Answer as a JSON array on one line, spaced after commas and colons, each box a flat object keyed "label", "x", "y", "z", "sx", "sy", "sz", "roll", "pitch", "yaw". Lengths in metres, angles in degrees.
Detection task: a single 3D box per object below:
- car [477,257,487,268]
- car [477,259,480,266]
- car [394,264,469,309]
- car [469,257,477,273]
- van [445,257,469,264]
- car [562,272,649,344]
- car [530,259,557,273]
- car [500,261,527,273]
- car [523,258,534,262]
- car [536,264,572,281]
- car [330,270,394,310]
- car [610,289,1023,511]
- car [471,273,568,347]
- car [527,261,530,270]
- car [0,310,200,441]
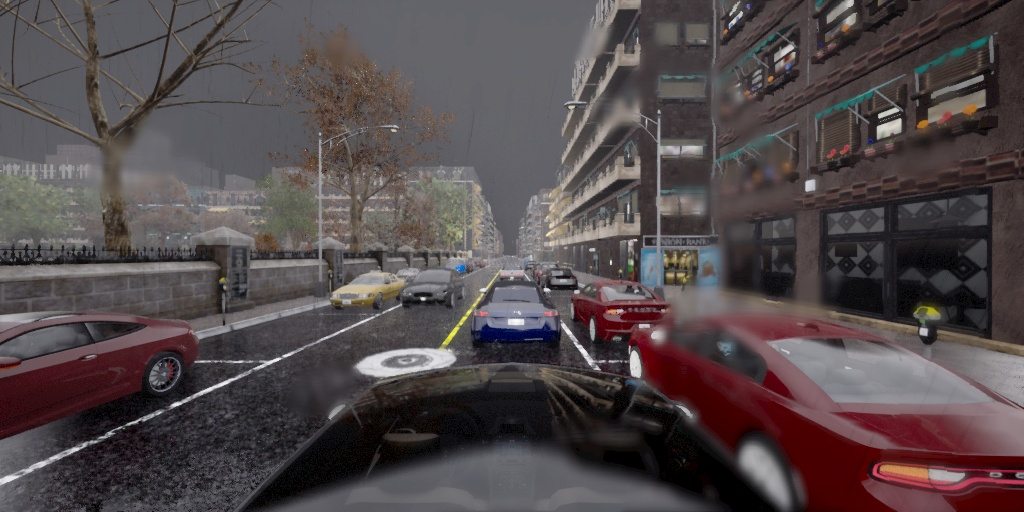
[{"label": "car", "x": -5.823, "y": 1.077, "z": 59.265, "sx": 2.192, "sy": 1.841, "sz": 5.009, "roll": 0, "pitch": 0, "yaw": 0}, {"label": "car", "x": -5.797, "y": 1.309, "z": 48.194, "sx": 2.007, "sy": 1.370, "sz": 4.403, "roll": 0, "pitch": 0, "yaw": 0}, {"label": "car", "x": -3.129, "y": 1.255, "z": 15.013, "sx": 1.837, "sy": 1.490, "sz": 4.892, "roll": 0, "pitch": 0, "yaw": 0}, {"label": "car", "x": -5.785, "y": 1.071, "z": 42.659, "sx": 2.192, "sy": 1.841, "sz": 5.009, "roll": 0, "pitch": 0, "yaw": 0}, {"label": "van", "x": -5.772, "y": 1.096, "z": 37.123, "sx": 1.690, "sy": 1.789, "sz": 3.998, "roll": 0, "pitch": 0, "yaw": 0}, {"label": "car", "x": 2.674, "y": 1.295, "z": 9.469, "sx": 1.888, "sy": 1.381, "sz": 4.507, "roll": 0, "pitch": 0, "yaw": 0}, {"label": "car", "x": 2.635, "y": 1.192, "z": 26.074, "sx": 1.967, "sy": 1.591, "sz": 4.097, "roll": 0, "pitch": 0, "yaw": 0}, {"label": "car", "x": 0.034, "y": 1.354, "z": 29.341, "sx": 1.895, "sy": 1.301, "sz": 4.718, "roll": 0, "pitch": 0, "yaw": 1}, {"label": "car", "x": 2.583, "y": 1.324, "z": 48.214, "sx": 1.948, "sy": 1.339, "sz": 4.313, "roll": 0, "pitch": 0, "yaw": 0}, {"label": "car", "x": 2.648, "y": 1.317, "z": 20.539, "sx": 1.948, "sy": 1.339, "sz": 4.313, "roll": 0, "pitch": 0, "yaw": 0}, {"label": "car", "x": -5.719, "y": 1.275, "z": 14.814, "sx": 1.751, "sy": 1.417, "sz": 4.829, "roll": 0, "pitch": 0, "yaw": 0}, {"label": "car", "x": 2.686, "y": 1.295, "z": 3.934, "sx": 1.888, "sy": 1.381, "sz": 4.507, "roll": 0, "pitch": 0, "yaw": 0}, {"label": "car", "x": 0.082, "y": 1.314, "z": 9.307, "sx": 1.994, "sy": 1.385, "sz": 4.181, "roll": 0, "pitch": 0, "yaw": 0}, {"label": "car", "x": 2.622, "y": 1.319, "z": 31.609, "sx": 1.948, "sy": 1.339, "sz": 4.313, "roll": 0, "pitch": 0, "yaw": 0}, {"label": "car", "x": -5.694, "y": 1.332, "z": 3.914, "sx": 1.802, "sy": 1.307, "sz": 4.207, "roll": 0, "pitch": 0, "yaw": 0}]
